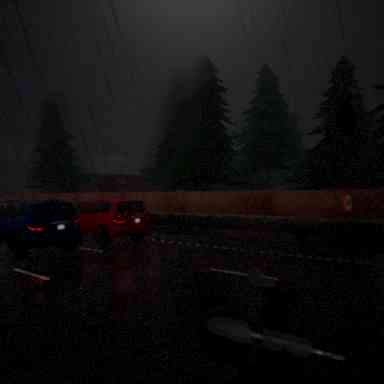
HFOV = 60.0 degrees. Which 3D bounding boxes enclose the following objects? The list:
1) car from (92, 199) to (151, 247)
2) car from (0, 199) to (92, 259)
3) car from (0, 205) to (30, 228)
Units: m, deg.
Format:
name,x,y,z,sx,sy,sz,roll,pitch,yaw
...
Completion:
name,x,y,z,sx,sy,sz,roll,pitch,yaw
car,-4.413,1.344,16.110,5.566,2.045,2.150,-1,0,40
car,-6.660,1.344,13.427,5.566,2.045,2.150,-1,0,40
car,-14.346,1.801,25.256,2.033,1.411,5.357,0,0,-45
